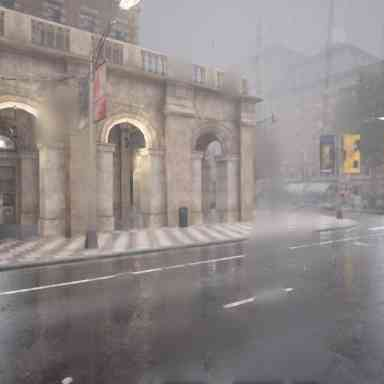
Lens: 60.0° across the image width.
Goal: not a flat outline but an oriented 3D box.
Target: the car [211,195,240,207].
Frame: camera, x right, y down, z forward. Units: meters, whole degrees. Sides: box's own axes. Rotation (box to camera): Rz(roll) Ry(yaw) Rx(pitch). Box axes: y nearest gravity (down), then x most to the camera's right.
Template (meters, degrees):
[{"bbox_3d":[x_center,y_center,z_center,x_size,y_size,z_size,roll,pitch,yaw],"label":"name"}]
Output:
[{"bbox_3d":[5.257,1.349,52.422,2.097,1.767,4.553,0,0,-36],"label":"car"}]

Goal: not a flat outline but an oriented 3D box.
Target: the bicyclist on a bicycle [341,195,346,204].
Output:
[{"bbox_3d":[26.016,1.297,56.959,1.656,1.620,0.582,0,0,-36],"label":"bicyclist on a bicycle"}]

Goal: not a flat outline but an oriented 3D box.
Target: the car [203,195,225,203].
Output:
[{"bbox_3d":[4.709,1.516,72.949,2.128,1.511,4.902,0,0,-36],"label":"car"}]

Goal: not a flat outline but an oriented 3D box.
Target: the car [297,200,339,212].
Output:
[{"bbox_3d":[14.842,1.599,39.171,1.895,1.301,4.718,0,0,-36],"label":"car"}]

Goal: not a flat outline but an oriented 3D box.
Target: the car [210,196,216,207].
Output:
[{"bbox_3d":[1.428,1.593,46.360,1.895,1.301,4.718,0,0,-36],"label":"car"}]
